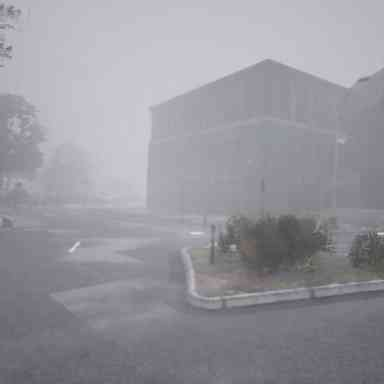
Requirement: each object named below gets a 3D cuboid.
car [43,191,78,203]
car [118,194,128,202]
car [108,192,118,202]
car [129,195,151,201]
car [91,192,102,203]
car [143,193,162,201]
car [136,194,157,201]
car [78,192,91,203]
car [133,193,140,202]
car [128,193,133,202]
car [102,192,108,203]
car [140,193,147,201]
[{"bbox_3d":[-22.615,1.102,56.429,4.892,1.521,2.231,1,0,1],"label":"car"},{"bbox_3d":[-17.148,1.122,70.270,5.566,2.045,2.435,1,-1,2],"label":"car"},{"bbox_3d":[-18.481,1.322,67.499,5.366,1.575,1.946,1,0,2],"label":"car"},{"bbox_3d":[-12.633,1.448,81.262,4.892,1.521,2.231,1,0,3],"label":"car"},{"bbox_3d":[-20.441,0.968,61.984,5.566,2.045,2.435,1,-1,1],"label":"car"},{"bbox_3d":[-10.308,1.303,86.724,4.553,1.767,2.185,1,0,3],"label":"car"},{"bbox_3d":[-11.455,1.441,83.988,5.008,1.535,2.097,1,1,3],"label":"car"},{"bbox_3d":[-21.575,0.907,59.205,5.566,2.045,2.435,1,0,1],"label":"car"},{"bbox_3d":[-14.958,1.458,75.767,4.792,1.488,2.163,1,0,2],"label":"car"},{"bbox_3d":[-16.028,1.281,73.019,4.553,1.767,2.185,1,0,2],"label":"car"},{"bbox_3d":[-19.419,1.150,64.745,4.553,1.767,2.185,1,-1,1],"label":"car"},{"bbox_3d":[-13.807,1.191,78.511,5.566,2.045,2.435,1,1,3],"label":"car"}]
